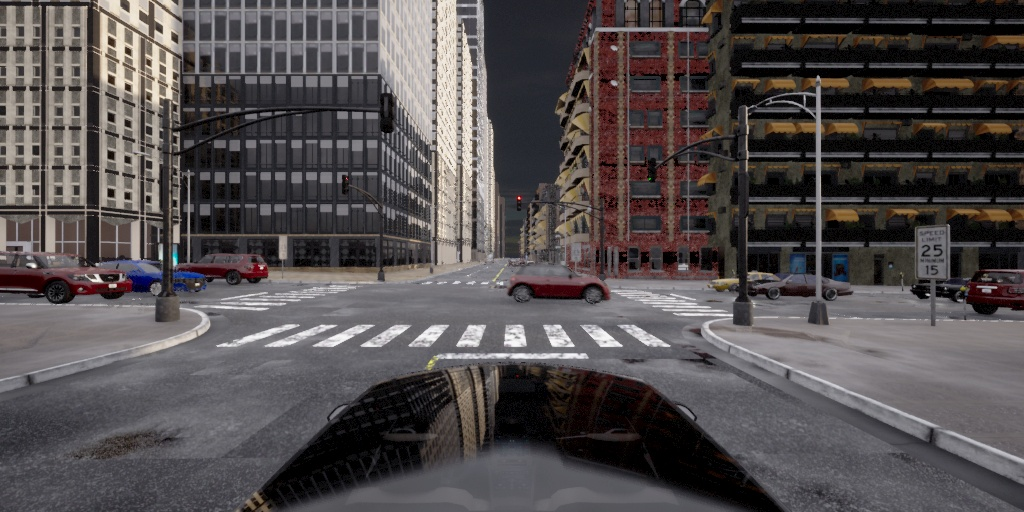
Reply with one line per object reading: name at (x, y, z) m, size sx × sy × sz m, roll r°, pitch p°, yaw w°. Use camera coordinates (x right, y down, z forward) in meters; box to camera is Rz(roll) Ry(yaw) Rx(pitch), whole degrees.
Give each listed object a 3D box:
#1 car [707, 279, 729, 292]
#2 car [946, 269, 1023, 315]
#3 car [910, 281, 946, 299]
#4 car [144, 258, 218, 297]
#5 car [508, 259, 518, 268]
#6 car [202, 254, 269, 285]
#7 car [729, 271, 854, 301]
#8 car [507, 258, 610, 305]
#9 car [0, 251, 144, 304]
car at (14.660, 1.587, 22.083) m, size 4.829 × 1.417 × 1.751 m, roll 0°, pitch 0°, yaw 0°
car at (20.616, 1.461, 13.778) m, size 5.009 × 1.841 × 2.192 m, roll 0°, pitch 0°, yaw 0°
car at (24.889, 1.839, 19.567) m, size 4.718 × 1.301 × 1.895 m, roll 1°, pitch 0°, yaw -1°
car at (-16.618, 0.944, 16.069) m, size 5.008 × 1.535 × 1.882 m, roll 1°, pitch 0°, yaw -1°
car at (0.191, 1.252, 65.093) m, size 1.882 × 1.535 × 5.008 m, roll 0°, pitch 0°, yaw 0°
car at (-17.681, 0.776, 21.848) m, size 5.009 × 1.841 × 2.192 m, roll 0°, pitch 0°, yaw 0°
car at (15.259, 1.610, 19.496) m, size 5.357 × 1.411 × 2.033 m, roll 1°, pitch 0°, yaw 0°
car at (2.040, 1.163, 16.202) m, size 4.553 × 1.767 × 2.097 m, roll 1°, pitch 0°, yaw 0°
car at (-17.558, 0.757, 13.469) m, size 5.009 × 1.841 × 2.192 m, roll 0°, pitch 0°, yaw 0°
